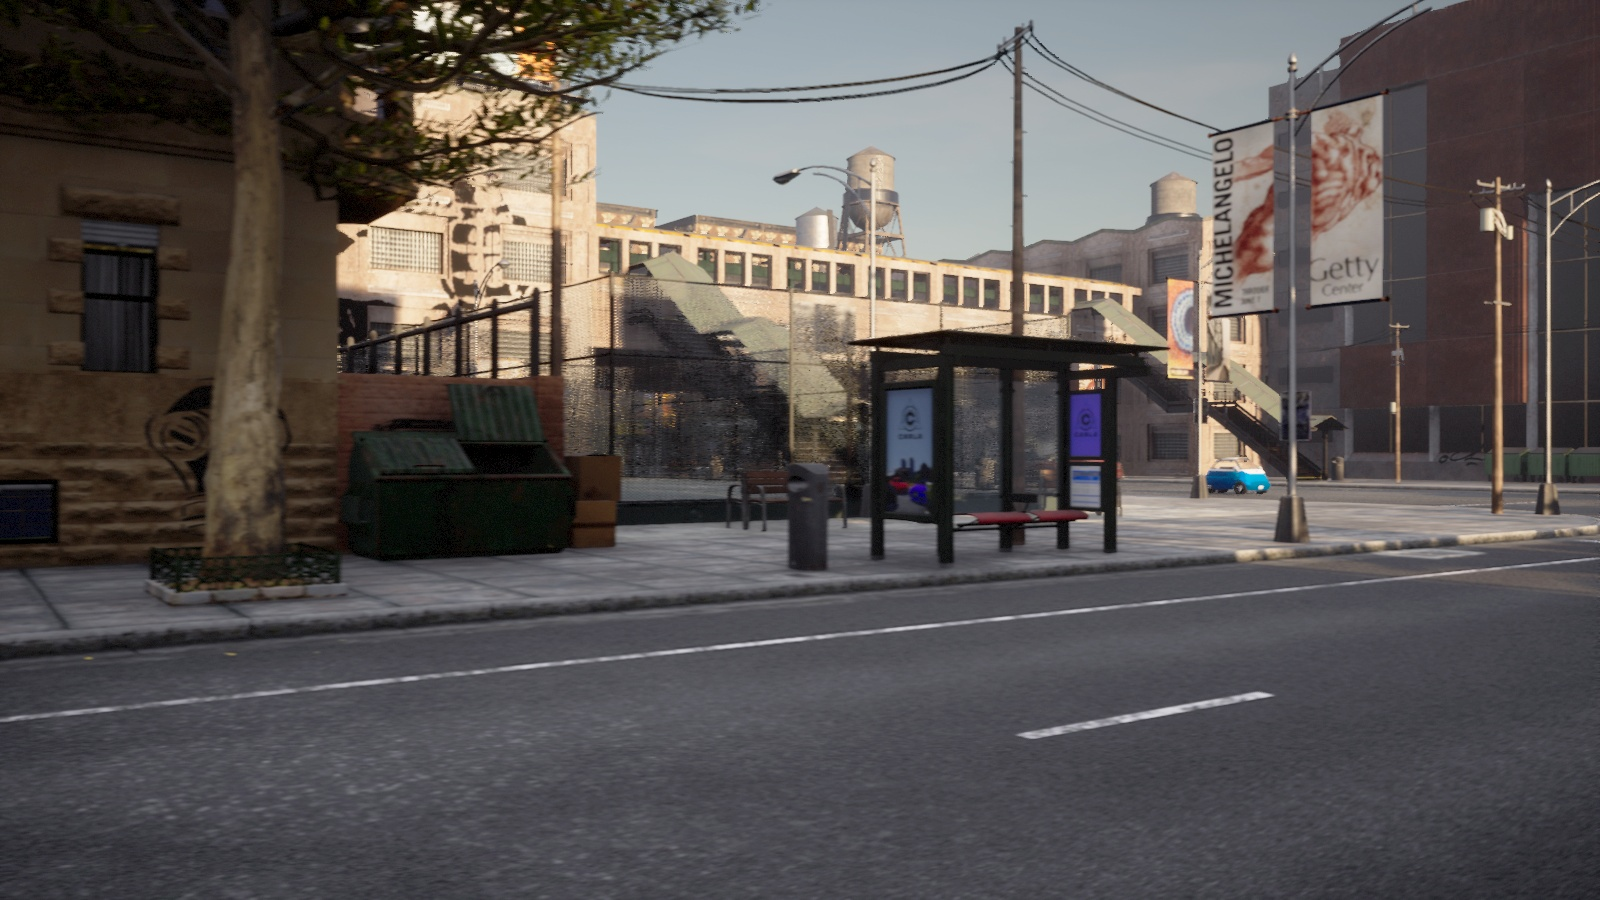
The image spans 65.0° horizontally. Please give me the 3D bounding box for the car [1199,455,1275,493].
[{"bbox_3d":[16.166,0.879,46.531,1.481,1.376,2.207,0,-1,-34],"label":"car"}]

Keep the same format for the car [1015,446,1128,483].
[{"bbox_3d":[12.504,0.639,58.101,2.152,1.651,5.027,0,0,-34],"label":"car"}]
